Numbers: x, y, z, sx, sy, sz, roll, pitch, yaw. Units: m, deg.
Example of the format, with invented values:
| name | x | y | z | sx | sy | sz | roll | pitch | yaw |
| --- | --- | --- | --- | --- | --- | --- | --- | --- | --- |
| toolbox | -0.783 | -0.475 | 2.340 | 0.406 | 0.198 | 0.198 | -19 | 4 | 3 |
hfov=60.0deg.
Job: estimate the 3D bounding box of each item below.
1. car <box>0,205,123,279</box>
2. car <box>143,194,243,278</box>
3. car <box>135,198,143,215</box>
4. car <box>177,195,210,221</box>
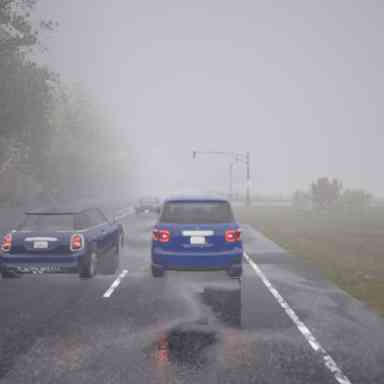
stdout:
| name | x | y | z | sx | sy | sz | roll | pitch | yaw |
| --- | --- | --- | --- | --- | --- | --- | --- | --- | --- |
| car | -3.406 | 1.178 | 9.622 | 2.097 | 1.767 | 4.553 | 0 | 1 | 0 |
| car | 0.101 | 1.048 | 9.677 | 2.150 | 2.045 | 5.566 | 0 | 1 | 0 |
| car | -3.409 | 1.111 | 27.319 | 1.895 | 1.301 | 4.718 | 0 | 1 | 0 |
| car | 0.094 | 1.060 | 24.015 | 2.128 | 1.511 | 4.902 | 0 | 1 | 0 |
